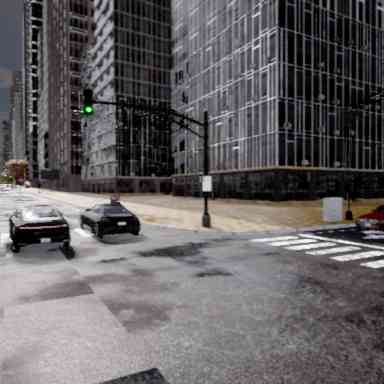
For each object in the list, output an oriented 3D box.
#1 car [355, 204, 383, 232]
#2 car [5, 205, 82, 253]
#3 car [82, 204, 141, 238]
[{"bbox_3d":[10.532,1.313,17.176,4.674,1.442,1.812,0,1,-28],"label":"car"},{"bbox_3d":[-6.098,1.268,13.087,2.128,1.511,4.902,-1,3,-31],"label":"car"},{"bbox_3d":[-4.031,1.239,15.943,1.994,1.385,4.181,-1,3,-31],"label":"car"}]
